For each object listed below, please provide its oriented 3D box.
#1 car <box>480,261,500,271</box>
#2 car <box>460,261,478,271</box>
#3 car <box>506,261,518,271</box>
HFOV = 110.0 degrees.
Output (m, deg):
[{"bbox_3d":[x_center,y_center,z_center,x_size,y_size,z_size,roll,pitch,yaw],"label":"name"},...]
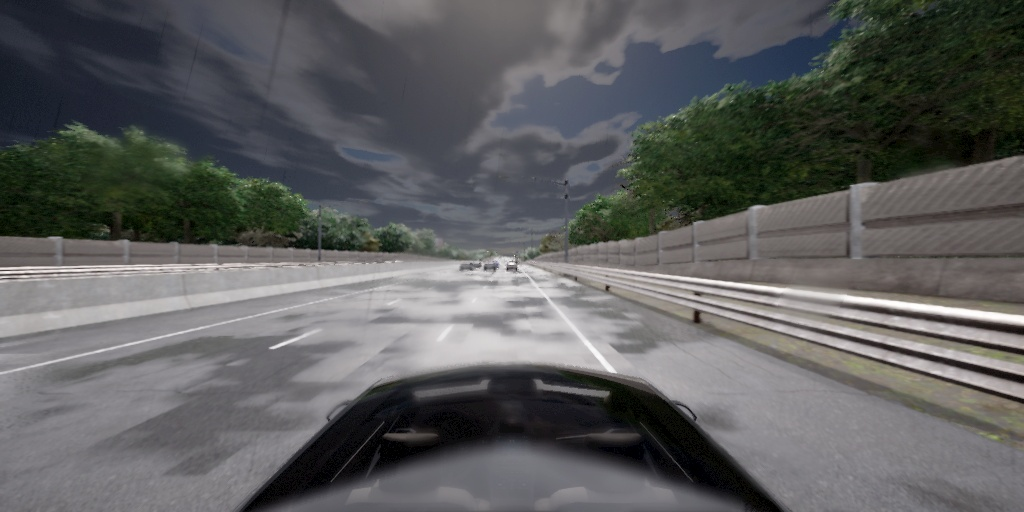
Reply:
[{"bbox_3d":[-3.514,1.592,57.384,2.128,1.511,4.902,0,0,0],"label":"car"},{"bbox_3d":[-7.015,1.585,56.550,2.128,1.511,4.902,0,0,0],"label":"car"},{"bbox_3d":[-0.014,1.648,57.385,2.033,1.411,5.357,0,0,0],"label":"car"}]
